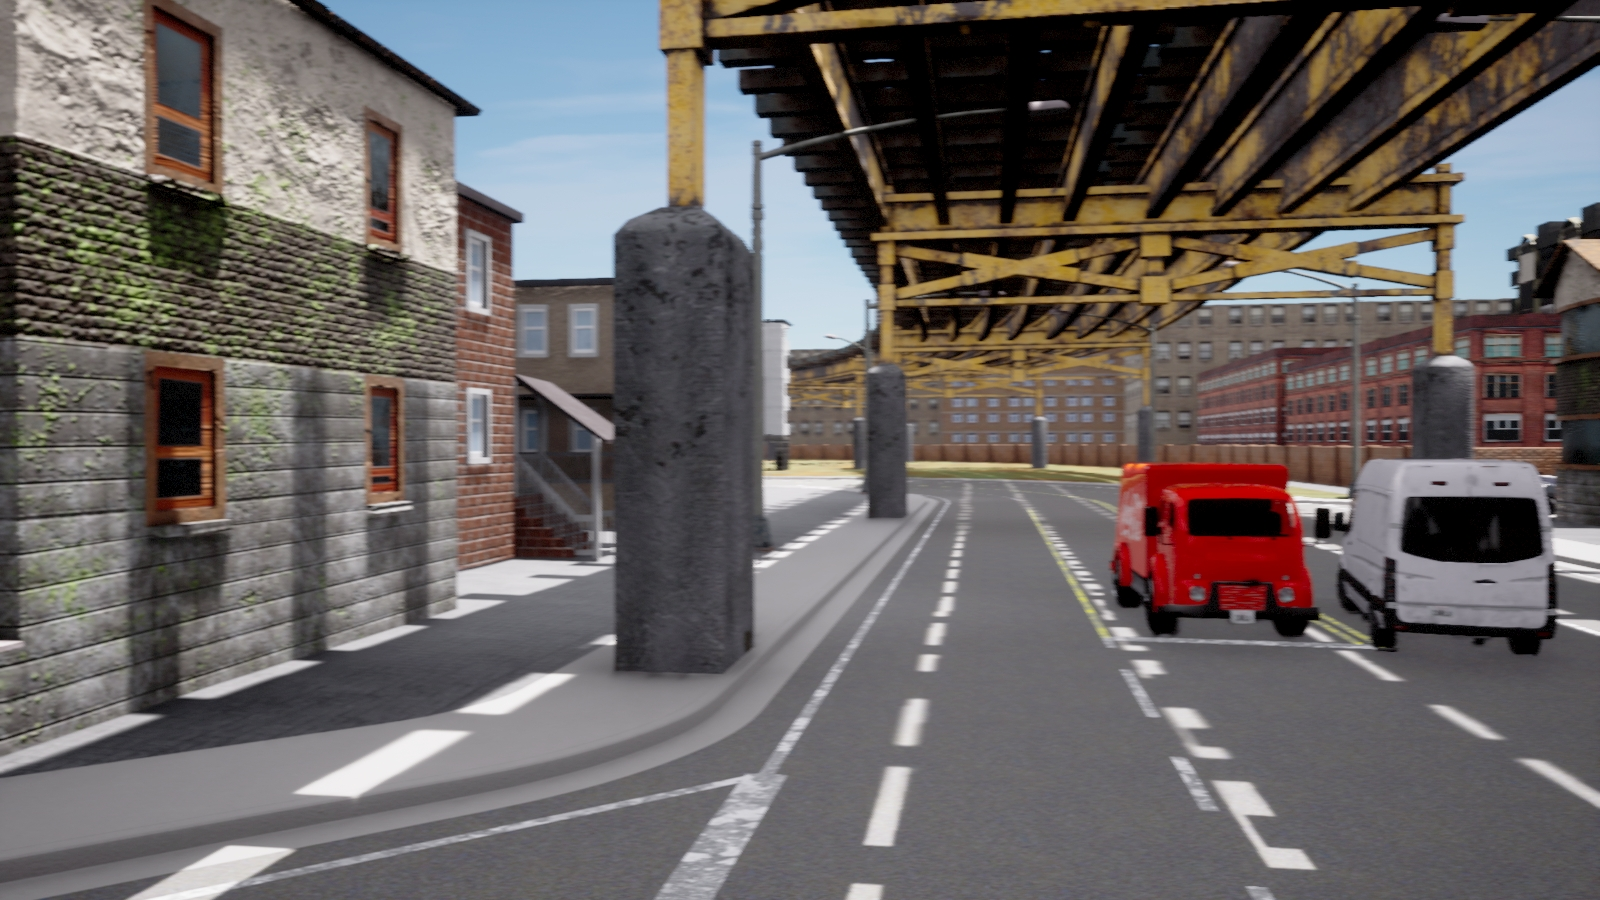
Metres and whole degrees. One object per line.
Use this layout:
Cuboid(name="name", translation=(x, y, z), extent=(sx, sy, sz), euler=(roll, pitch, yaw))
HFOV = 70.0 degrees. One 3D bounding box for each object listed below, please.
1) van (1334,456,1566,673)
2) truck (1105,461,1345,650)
Cuboid(name="van", translation=(9.365, 1.408, 17.014), extent=(1.988, 2.561, 5.915), euler=(0, 0, 20))
Cuboid(name="truck", translation=(6.461, 1.445, 18.139), extent=(2.627, 2.467, 5.204), euler=(0, 0, 9))
